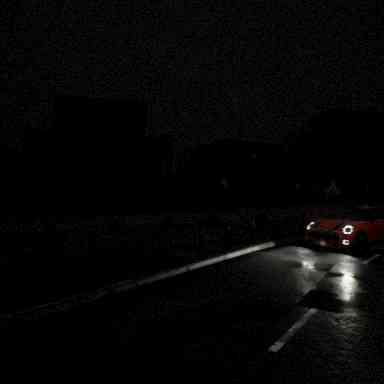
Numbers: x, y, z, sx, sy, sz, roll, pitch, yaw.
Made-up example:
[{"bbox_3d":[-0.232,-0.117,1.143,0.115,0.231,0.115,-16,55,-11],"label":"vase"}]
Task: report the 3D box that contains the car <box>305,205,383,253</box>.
[{"bbox_3d":[6.795,1.374,13.960,4.553,1.767,2.097,0,1,-36],"label":"car"}]
